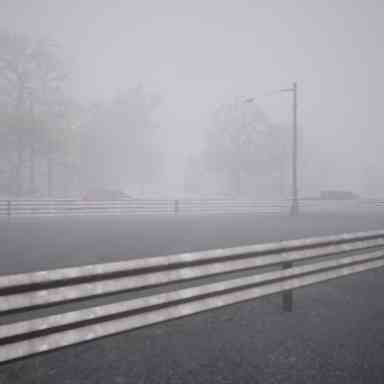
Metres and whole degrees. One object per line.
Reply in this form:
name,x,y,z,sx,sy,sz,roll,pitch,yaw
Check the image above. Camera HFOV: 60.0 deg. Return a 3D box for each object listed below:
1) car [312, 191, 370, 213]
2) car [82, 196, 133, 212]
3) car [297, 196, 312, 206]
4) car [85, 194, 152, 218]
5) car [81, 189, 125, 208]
car,15.748,0.934,34.550,5.566,2.045,2.150,1,0,-21
car,-8.279,1.132,32.687,4.674,1.442,1.812,0,0,-23
car,15.111,1.237,41.782,5.008,1.535,1.882,0,0,-21
car,-5.599,1.114,26.221,4.902,1.511,2.128,0,0,-23
car,-6.925,0.805,29.459,5.566,2.045,2.150,1,0,-22
